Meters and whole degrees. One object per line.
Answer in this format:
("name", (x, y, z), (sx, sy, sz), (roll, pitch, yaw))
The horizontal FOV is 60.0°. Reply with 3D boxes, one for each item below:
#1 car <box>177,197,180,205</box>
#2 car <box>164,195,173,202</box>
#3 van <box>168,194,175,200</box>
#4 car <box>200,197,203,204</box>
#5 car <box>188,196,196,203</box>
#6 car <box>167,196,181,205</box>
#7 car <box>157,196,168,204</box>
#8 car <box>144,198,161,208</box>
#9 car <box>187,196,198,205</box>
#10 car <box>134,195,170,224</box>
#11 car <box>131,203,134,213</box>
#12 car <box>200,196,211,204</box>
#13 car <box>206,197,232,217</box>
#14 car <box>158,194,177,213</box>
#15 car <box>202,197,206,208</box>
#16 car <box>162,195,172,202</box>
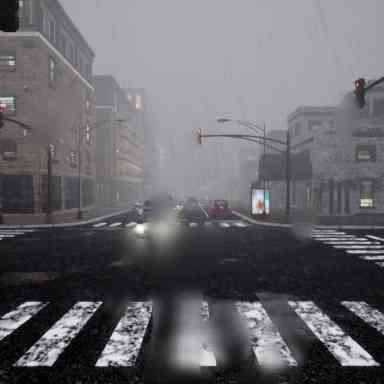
("car", (-3.157, 1.584, 48.426), (1.994, 1.385, 4.181), (0, 0, 0))
("car", (-5.813, 1.592, 82.876), (1.752, 1.417, 4.829), (-1, 0, 0))
("van", (-5.832, 1.430, 94.440), (1.690, 1.788, 3.998), (-1, 0, 0))
("car", (2.616, 1.571, 48.892), (2.008, 1.369, 4.403), (0, 0, 0))
("car", (-0.020, 1.572, 70.761), (1.812, 1.442, 4.674), (0, 0, 0))
("car", (-3.141, 1.522, 58.503), (2.128, 1.511, 4.902), (0, 0, 0))
("car", (-5.789, 1.565, 65.787), (1.752, 1.417, 4.829), (0, 0, 0))
("car", (-5.764, 1.571, 48.867), (2.008, 1.369, 4.403), (0, 0, 0))
("car", (0.019, 1.536, 59.267), (1.837, 1.490, 4.892), (0, 0, 0))
("car", (-2.853, 1.347, 24.638), (2.097, 1.767, 4.553), (0, 0, -4))
("car", (-5.748, 1.561, 37.473), (2.008, 1.369, 4.403), (0, 0, 0))
("car", (2.592, 1.591, 65.981), (2.008, 1.369, 4.403), (-1, 0, 0))
("car", (2.639, 1.446, 31.801), (1.967, 1.590, 4.097), (0, 0, 0))
("car", (-3.149, 1.234, 37.993), (2.150, 2.045, 5.566), (0, 0, 0))
("car", (2.624, 1.597, 43.194), (1.802, 1.307, 4.206), (0, 0, 0))
("car", (-5.807, 1.497, 77.349), (1.967, 1.590, 4.097), (0, 0, 0))
